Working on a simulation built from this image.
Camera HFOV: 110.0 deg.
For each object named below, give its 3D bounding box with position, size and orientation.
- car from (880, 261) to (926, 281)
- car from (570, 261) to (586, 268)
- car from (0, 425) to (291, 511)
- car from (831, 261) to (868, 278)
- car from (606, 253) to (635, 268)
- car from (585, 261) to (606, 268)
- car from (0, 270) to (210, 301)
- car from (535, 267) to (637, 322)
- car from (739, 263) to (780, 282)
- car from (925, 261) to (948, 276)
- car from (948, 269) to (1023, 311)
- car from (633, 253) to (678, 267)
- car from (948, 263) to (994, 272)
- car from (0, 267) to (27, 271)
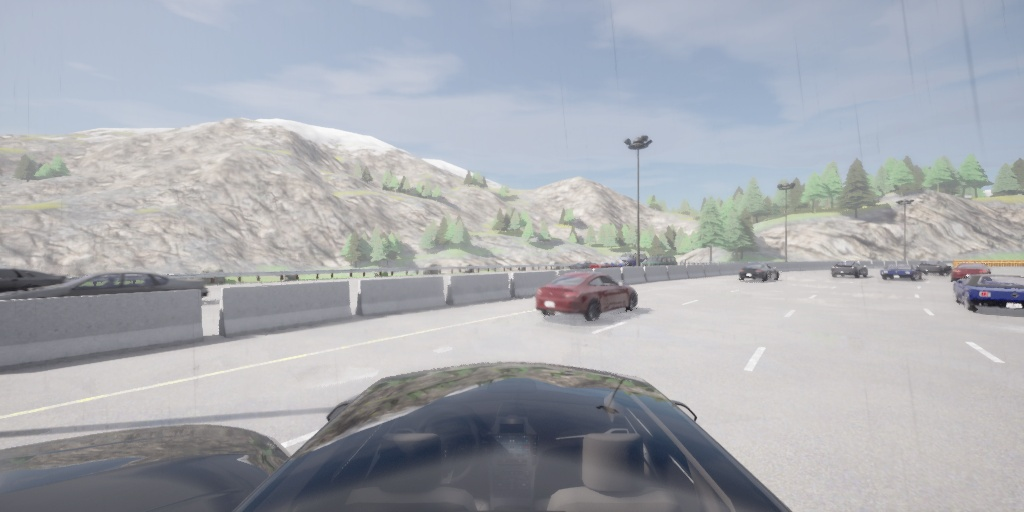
[{"bbox_3d":[32.307,1.351,29.687,4.718,1.301,1.895,0,0,-35],"label":"car"},{"bbox_3d":[9.677,1.322,47.913,4.181,1.385,1.994,0,0,-38],"label":"car"},{"bbox_3d":[-2.981,1.255,0.486,4.892,1.490,1.837,0,0,-45],"label":"car"},{"bbox_3d":[31.374,1.241,33.297,4.902,1.511,2.128,0,0,-35],"label":"car"},{"bbox_3d":[14.047,0.629,42.444,5.566,2.045,2.150,0,0,-38],"label":"car"},{"bbox_3d":[11.794,1.350,45.124,4.718,1.301,1.895,0,0,-38],"label":"car"},{"bbox_3d":[-14.883,1.297,13.438,2.033,1.411,5.357,0,0,38],"label":"car"},{"bbox_3d":[2.650,1.276,12.320,1.812,1.442,4.674,0,0,42],"label":"car"},{"bbox_3d":[19.970,1.275,28.977,4.674,1.442,1.812,0,0,-40],"label":"car"},{"bbox_3d":[43.312,1.241,36.820,4.902,1.511,2.128,0,0,-31],"label":"car"},{"bbox_3d":[18.214,1.351,13.410,4.718,1.301,1.895,0,0,-44],"label":"car"},{"bbox_3d":[16.203,0.993,39.687,5.566,2.045,2.150,0,0,-38],"label":"car"},{"bbox_3d":[35.170,1.276,27.414,4.674,1.442,1.812,1,0,-36],"label":"car"},{"bbox_3d":[-22.403,1.255,15.039,1.837,1.490,4.892,0,0,37],"label":"car"}]
